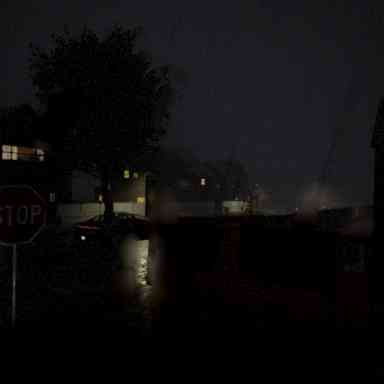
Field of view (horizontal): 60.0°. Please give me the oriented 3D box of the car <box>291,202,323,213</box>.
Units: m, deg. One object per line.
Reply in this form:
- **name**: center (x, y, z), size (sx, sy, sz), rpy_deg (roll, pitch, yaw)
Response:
- **car**: center (14.001, 2.196, 40.329), size (1.812, 1.442, 4.674), rpy_deg (2, 0, 36)

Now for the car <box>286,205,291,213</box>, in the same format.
- **car**: center (14.635, 2.252, 46.181), size (1.994, 1.385, 4.181), rpy_deg (2, 0, 35)

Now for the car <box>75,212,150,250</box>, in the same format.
- **car**: center (-3.079, 1.703, 15.639), size (2.128, 1.511, 4.902), rpy_deg (2, 0, 35)

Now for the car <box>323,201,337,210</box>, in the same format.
- **car**: center (19.725, 2.192, 48.712), size (2.097, 1.767, 4.553), rpy_deg (2, 0, 35)
